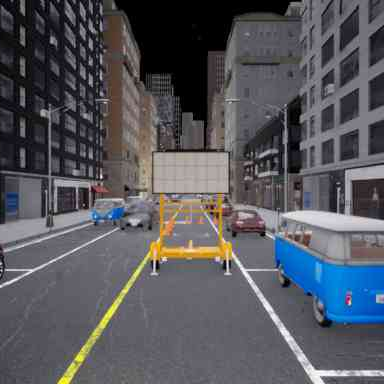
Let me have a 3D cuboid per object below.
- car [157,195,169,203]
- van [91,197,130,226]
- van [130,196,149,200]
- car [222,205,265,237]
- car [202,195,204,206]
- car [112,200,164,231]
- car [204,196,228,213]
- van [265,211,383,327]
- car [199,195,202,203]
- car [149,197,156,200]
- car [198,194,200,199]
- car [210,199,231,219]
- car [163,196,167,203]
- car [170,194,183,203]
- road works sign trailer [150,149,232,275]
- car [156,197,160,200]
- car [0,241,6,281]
[{"bbox_3d":[-5.860,1.452,67.246,1.967,1.590,4.097,0,0,0],"label":"car"},{"bbox_3d":[-5.735,1.341,23.236,1.690,1.788,3.998,0,0,0],"label":"van"},{"bbox_3d":[-5.766,1.342,34.238,1.690,1.788,3.998,0,0,0],"label":"van"},{"bbox_3d":[2.806,1.581,17.758,1.802,1.307,4.206,0,0,0],"label":"car"},{"bbox_3d":[2.728,1.443,45.265,1.967,1.590,4.097,0,0,0],"label":"car"},{"bbox_3d":[-3.158,1.491,20.608,2.128,1.511,4.902,0,0,0],"label":"car"},{"bbox_3d":[2.759,1.316,34.262,2.192,1.841,5.009,0,0,0],"label":"car"},{"bbox_3d":[2.837,1.341,6.755,1.690,1.788,3.998,0,0,0],"label":"van"},{"bbox_3d":[2.697,1.558,56.267,2.008,1.369,4.403,0,0,0],"label":"car"},{"bbox_3d":[-5.781,1.568,39.739,1.947,1.339,4.313,0,0,0],"label":"car"},{"bbox_3d":[2.666,1.578,67.270,1.947,1.339,4.313,0,0,0],"label":"car"},{"bbox_3d":[2.775,1.582,28.760,1.802,1.307,4.206,0,0,0],"label":"car"},{"bbox_3d":[-5.828,1.573,56.243,1.947,1.339,4.313,0,0,0],"label":"car"},{"bbox_3d":[-3.178,1.575,63.635,1.994,1.385,4.181,0,0,0],"label":"car"},{"bbox_3d":[-0.029,0.464,10.425,2.380,3.560,2.880,0,0,0],"label":"road works sign trailer"},{"bbox_3d":[-5.797,1.585,45.241,1.802,1.307,4.206,0,0,0],"label":"car"},{"bbox_3d":[-5.688,1.440,6.731,1.967,1.590,4.097,0,0,0],"label":"car"}]
